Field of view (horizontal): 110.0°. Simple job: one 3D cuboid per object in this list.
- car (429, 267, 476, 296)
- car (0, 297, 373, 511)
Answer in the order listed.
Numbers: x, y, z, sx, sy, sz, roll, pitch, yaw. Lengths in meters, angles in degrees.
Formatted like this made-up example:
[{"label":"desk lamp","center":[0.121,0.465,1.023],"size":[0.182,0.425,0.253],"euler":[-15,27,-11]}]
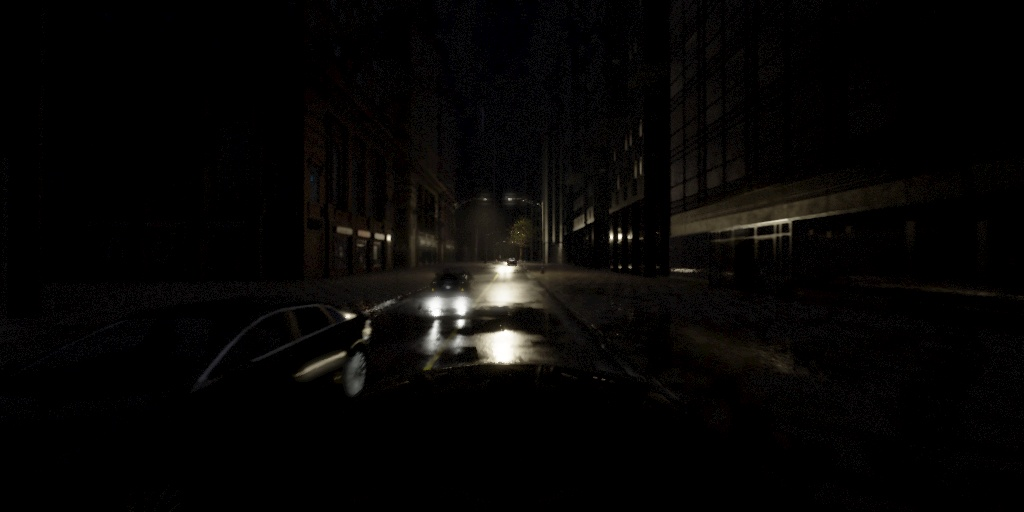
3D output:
[{"label":"car","center":[-3.077,1.302,19.191],"size":[1.994,1.385,4.181],"euler":[0,0,0]},{"label":"car","center":[-3.078,1.241,3.627],"size":[2.128,1.511,4.902],"euler":[0,0,0]}]
